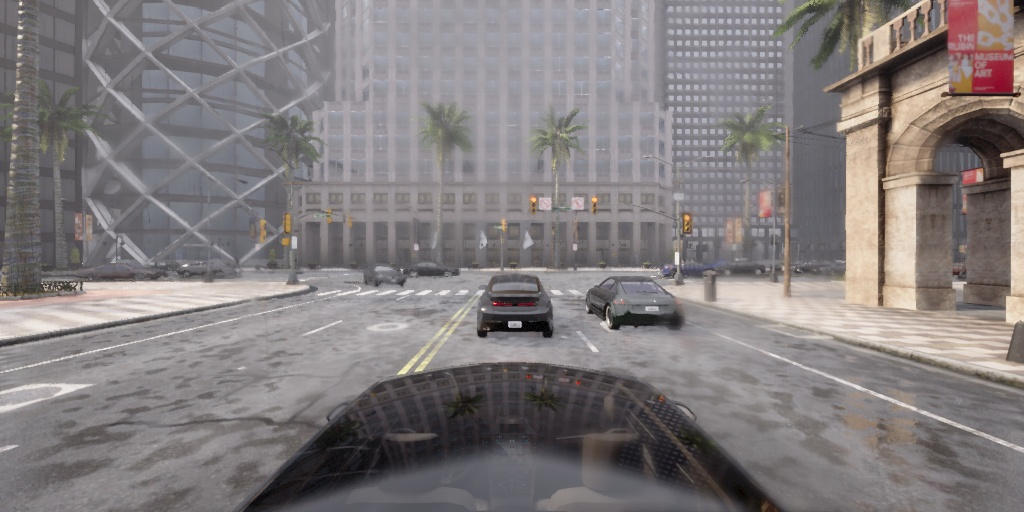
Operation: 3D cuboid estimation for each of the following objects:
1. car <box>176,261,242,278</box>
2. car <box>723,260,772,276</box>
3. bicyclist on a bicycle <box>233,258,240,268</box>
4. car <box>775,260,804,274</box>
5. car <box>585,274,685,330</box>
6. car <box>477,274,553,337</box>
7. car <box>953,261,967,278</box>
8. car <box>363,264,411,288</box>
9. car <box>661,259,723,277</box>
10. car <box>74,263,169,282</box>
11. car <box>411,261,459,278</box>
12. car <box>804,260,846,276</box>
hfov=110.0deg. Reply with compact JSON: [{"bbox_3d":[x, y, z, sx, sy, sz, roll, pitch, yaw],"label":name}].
[{"bbox_3d":[-27.614,1.241,32.795,4.902,1.511,2.128,0,0,-6],"label":"car"},{"bbox_3d":[23.188,1.228,36.759,5.008,1.535,1.882,0,0,0],"label":"car"},{"bbox_3d":[-35.744,1.050,46.596,0.582,1.620,1.656,0,0,-12],"label":"bicyclist on a bicycle"},{"bbox_3d":[33.022,1.241,40.228,4.902,1.511,2.128,0,0,0],"label":"car"},{"bbox_3d":[3.582,1.314,11.148,1.994,1.385,4.181,0,0,0],"label":"car"},{"bbox_3d":[0.078,1.255,10.283,1.837,1.490,4.892,0,0,0],"label":"car"},{"bbox_3d":[41.812,1.351,32.991,4.718,1.301,1.895,0,0,0],"label":"car"},{"bbox_3d":[-8.720,1.276,24.240,1.812,1.442,4.674,1,-1,-36],"label":"car"},{"bbox_3d":[16.341,1.102,33.079,4.553,1.767,2.097,0,0,0],"label":"car"},{"bbox_3d":[-31.431,1.297,29.003,5.357,1.411,2.033,0,0,-12],"label":"car"},{"bbox_3d":[-7.392,1.227,33.143,5.008,1.535,1.882,0,0,0],"label":"car"},{"bbox_3d":[33.056,1.314,36.730,4.181,1.385,1.994,0,0,0],"label":"car"}]
